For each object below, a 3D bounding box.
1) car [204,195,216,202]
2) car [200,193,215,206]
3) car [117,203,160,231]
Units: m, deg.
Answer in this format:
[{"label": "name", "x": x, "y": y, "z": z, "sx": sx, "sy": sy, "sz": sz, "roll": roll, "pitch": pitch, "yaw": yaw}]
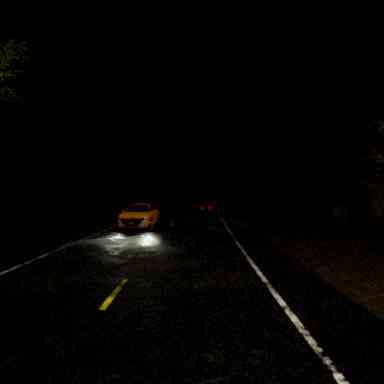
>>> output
[{"label": "car", "x": 3.567, "y": 1.245, "z": 65.084, "sx": 2.033, "sy": 1.411, "sz": 5.357, "roll": 0, "pitch": 0, "yaw": 6}, {"label": "car", "x": 2.326, "y": 1.261, "z": 50.868, "sx": 2.128, "sy": 1.511, "sz": 4.902, "roll": 0, "pitch": 0, "yaw": 5}, {"label": "car", "x": -3.129, "y": 1.394, "z": 20.194, "sx": 1.882, "sy": 1.535, "sz": 5.008, "roll": 0, "pitch": 0, "yaw": 2}]
